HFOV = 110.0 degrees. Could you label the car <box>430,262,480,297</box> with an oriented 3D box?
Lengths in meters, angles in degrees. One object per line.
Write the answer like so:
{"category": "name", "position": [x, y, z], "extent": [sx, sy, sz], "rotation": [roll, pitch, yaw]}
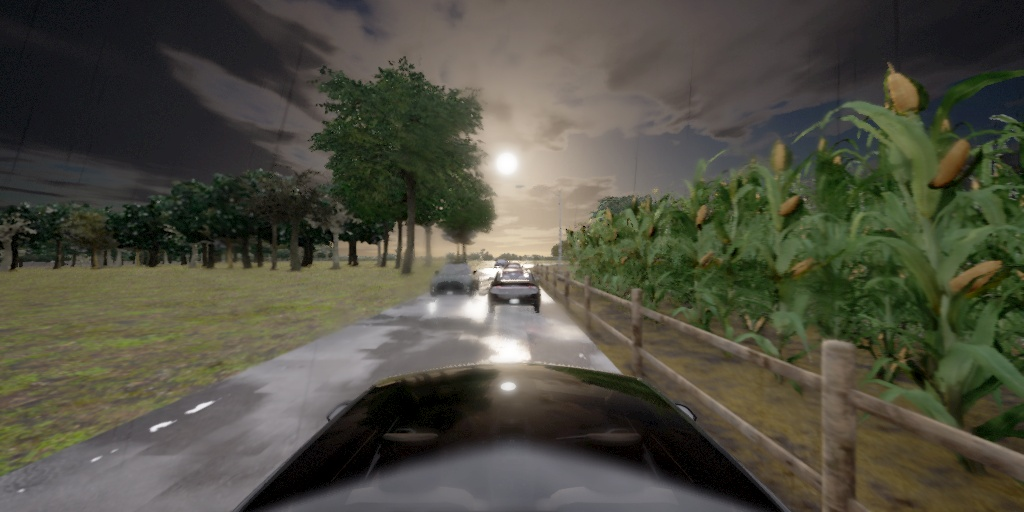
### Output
{"category": "car", "position": [-2.858, 1.119, 18.775], "extent": [2.097, 1.767, 4.553], "rotation": [0, 0, 0]}

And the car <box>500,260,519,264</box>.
{"category": "car", "position": [0.074, 1.308, 31.970], "extent": [1.812, 1.442, 4.674], "rotation": [0, 0, 0]}

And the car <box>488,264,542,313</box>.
{"category": "car", "position": [0.093, 1.252, 14.064], "extent": [2.128, 1.511, 4.902], "rotation": [0, 0, 0]}

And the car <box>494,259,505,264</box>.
{"category": "car", "position": [-1.763, 1.285, 61.086], "extent": [1.812, 1.442, 4.674], "rotation": [0, 0, 10]}
